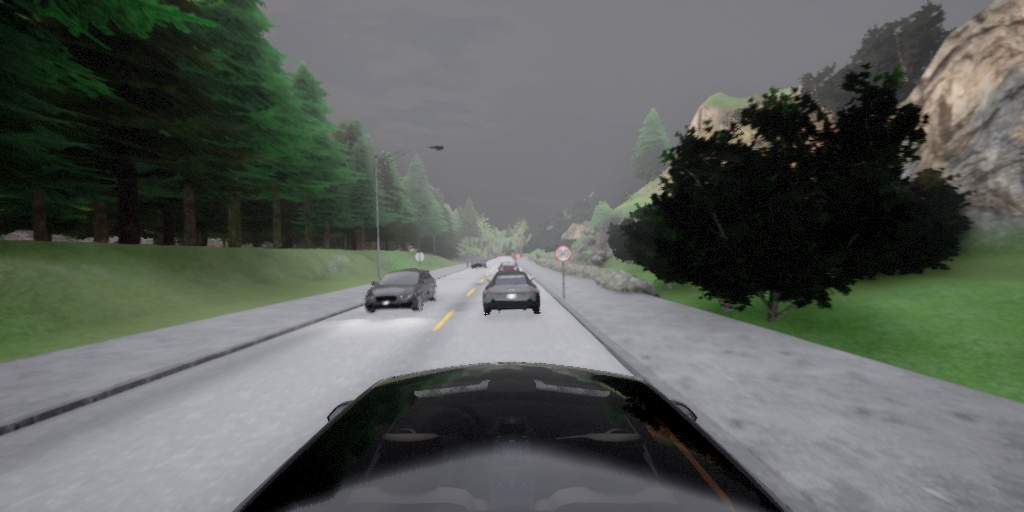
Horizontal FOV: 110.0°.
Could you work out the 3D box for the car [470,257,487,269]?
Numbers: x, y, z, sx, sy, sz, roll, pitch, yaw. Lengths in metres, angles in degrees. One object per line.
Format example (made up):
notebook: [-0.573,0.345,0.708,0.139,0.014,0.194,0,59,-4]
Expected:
car: [-4.680,0.954,51.066,2.097,1.767,4.553,-1,0,0]

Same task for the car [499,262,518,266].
car: [-0.312,1.181,34.760,1.895,1.301,4.718,-1,0,-1]

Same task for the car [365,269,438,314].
car: [-4.248,1.292,14.398,1.837,1.490,4.892,-1,1,-1]

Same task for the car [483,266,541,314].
car: [-0.037,1.251,13.520,1.994,1.385,4.181,-1,0,-1]
